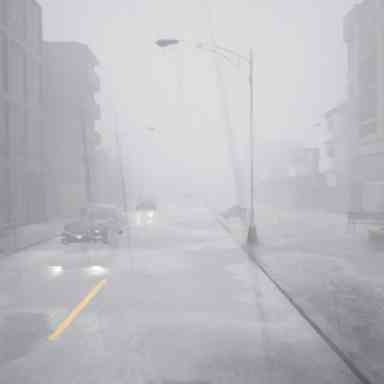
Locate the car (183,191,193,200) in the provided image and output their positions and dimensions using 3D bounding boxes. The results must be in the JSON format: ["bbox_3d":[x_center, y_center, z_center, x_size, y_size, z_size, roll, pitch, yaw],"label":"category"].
[{"bbox_3d":[-0.867,0.686,66.433,1.882,1.535,5.008,0,1,-1],"label":"car"}]

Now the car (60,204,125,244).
[{"bbox_3d":[-4.277,1.353,14.921,1.837,1.490,4.892,0,2,-1],"label":"car"}]

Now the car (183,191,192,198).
[{"bbox_3d":[-1.005,0.491,76.808,1.882,1.535,5.008,0,1,-1],"label":"car"}]

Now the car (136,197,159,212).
[{"bbox_3d":[-4.428,1.204,33.393,1.994,1.385,4.181,0,1,-1],"label":"car"}]
